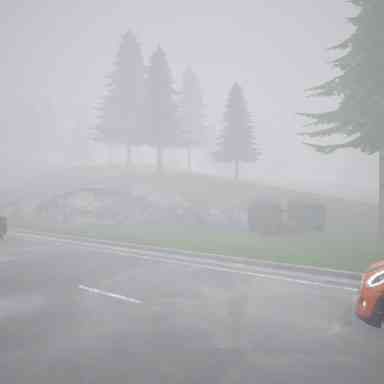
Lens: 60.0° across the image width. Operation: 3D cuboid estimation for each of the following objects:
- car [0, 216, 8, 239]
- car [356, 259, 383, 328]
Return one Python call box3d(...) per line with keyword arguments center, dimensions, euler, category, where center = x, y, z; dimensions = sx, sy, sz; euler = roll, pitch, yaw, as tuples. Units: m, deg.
box3d(center=(-10.850, 1.478, 16.034), dimensions=(5.008, 1.535, 1.882), euler=(0, 0, 36), category="car")
box3d(center=(4.920, 1.351, 4.782), dimensions=(4.553, 1.767, 2.097), euler=(0, 0, 36), category="car")
